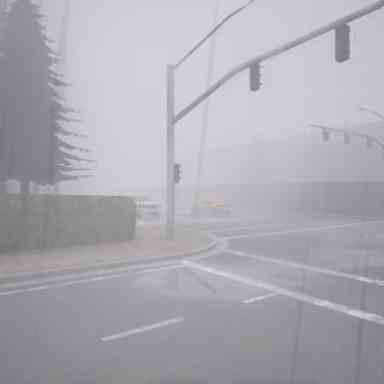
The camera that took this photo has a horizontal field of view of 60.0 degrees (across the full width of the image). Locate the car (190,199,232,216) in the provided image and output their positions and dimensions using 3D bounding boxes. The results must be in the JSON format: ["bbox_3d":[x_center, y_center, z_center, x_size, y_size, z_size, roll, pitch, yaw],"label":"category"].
[{"bbox_3d":[1.751,1.428,32.290,1.882,1.535,5.008,0,0,-36],"label":"car"}]

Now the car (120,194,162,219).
[{"bbox_3d":[-4.717,1.169,28.949,2.150,2.045,5.566,0,0,-35],"label":"car"}]
